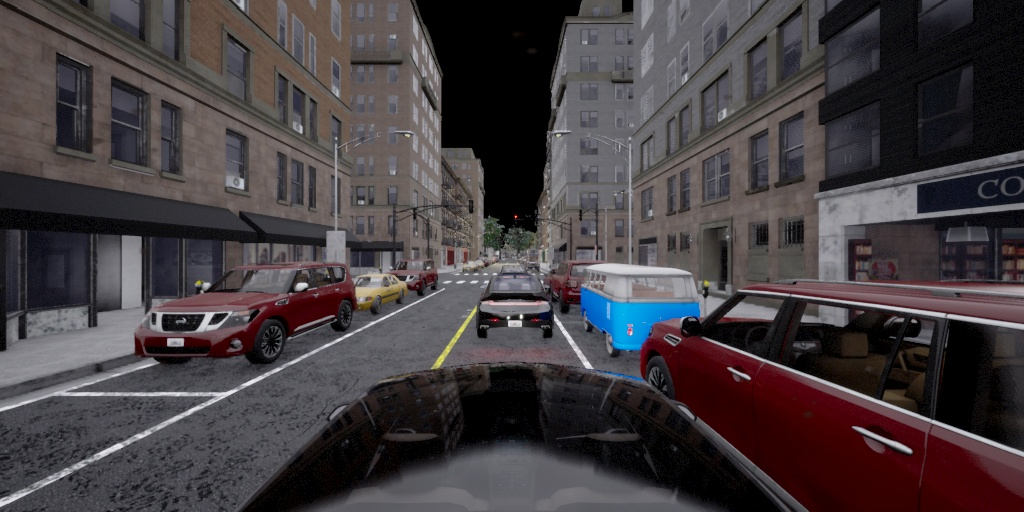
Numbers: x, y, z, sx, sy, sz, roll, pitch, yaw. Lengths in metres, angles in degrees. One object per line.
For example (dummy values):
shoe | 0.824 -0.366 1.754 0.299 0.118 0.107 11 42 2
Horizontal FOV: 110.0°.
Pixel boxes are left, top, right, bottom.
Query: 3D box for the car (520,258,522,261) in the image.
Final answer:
car | 2.704 1.297 57.579 2.007 1.370 4.403 0 0 0

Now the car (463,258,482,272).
car | -5.363 1.272 46.455 1.751 1.417 4.829 0 0 0

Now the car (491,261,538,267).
car | 0.091 1.240 20.175 2.128 1.511 4.902 0 0 -1

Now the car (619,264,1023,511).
car | 2.638 1.065 2.570 2.192 1.841 5.009 0 0 0

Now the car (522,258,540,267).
car | 2.691 1.297 46.615 2.007 1.370 4.403 0 0 0

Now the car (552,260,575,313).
car | 2.652 1.064 13.928 2.192 1.841 5.009 0 0 0

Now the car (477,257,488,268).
car | -5.346 1.272 57.418 1.751 1.417 4.829 0 0 0

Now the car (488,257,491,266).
car | -5.337 1.061 63.070 2.192 1.841 5.009 0 0 0

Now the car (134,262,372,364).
car | -5.391 1.064 8.261 2.192 1.841 5.009 0 0 0

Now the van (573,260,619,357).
van | 2.645 1.091 8.249 1.690 1.789 3.998 0 0 0

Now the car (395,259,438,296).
car | -5.380 1.063 19.617 2.192 1.841 5.009 0 0 0

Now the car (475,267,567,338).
car | 0.083 1.241 10.124 2.128 1.511 4.902 0 0 0

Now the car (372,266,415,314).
car | -5.386 1.275 13.768 1.751 1.417 4.829 0 0 0
